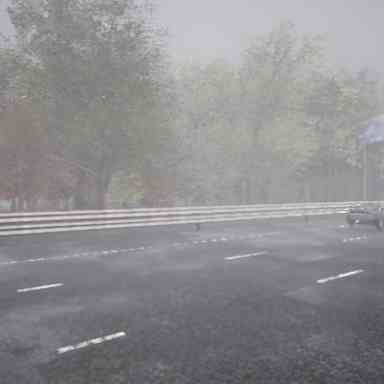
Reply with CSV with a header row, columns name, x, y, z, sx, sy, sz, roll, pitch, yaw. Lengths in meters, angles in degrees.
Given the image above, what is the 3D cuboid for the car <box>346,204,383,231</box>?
name,x,y,z,sx,sy,sz,roll,pitch,yaw
car,11.557,1.485,20.658,4.902,1.511,2.128,0,0,-36
